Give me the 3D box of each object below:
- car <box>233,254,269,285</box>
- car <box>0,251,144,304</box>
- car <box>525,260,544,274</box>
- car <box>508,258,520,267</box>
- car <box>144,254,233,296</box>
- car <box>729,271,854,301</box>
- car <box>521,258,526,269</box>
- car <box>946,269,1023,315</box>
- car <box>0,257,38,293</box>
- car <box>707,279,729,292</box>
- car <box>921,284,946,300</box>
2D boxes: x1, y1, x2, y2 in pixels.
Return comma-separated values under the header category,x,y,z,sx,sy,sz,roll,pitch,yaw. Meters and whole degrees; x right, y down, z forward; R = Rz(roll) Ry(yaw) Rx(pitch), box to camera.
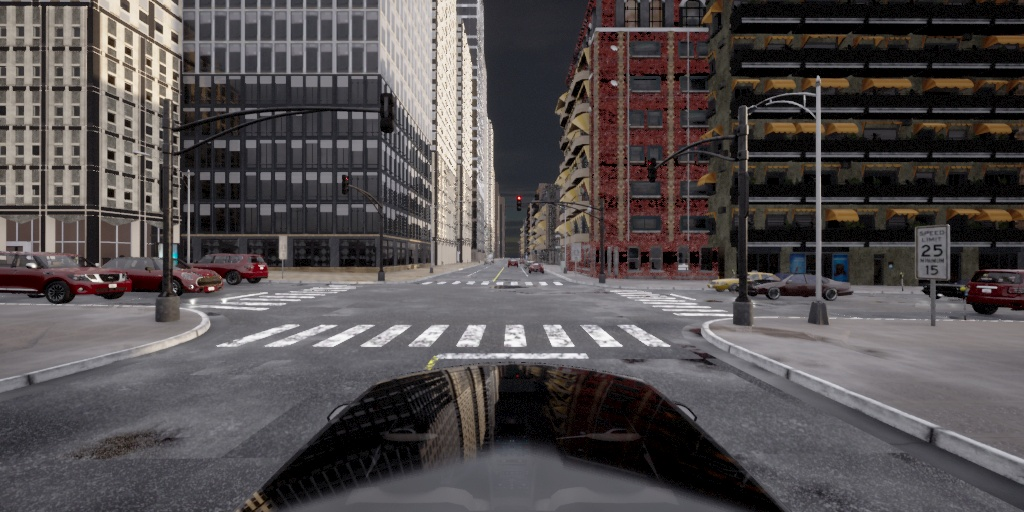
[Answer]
category,x,y,z,sx,sy,sz,roll,pitch,yaw
car,-17.681,0.776,21.848,5.009,1.841,2.192,0,0,0
car,-17.558,0.757,13.469,5.009,1.841,2.192,0,0,0
car,2.799,1.341,41.798,1.802,1.307,4.207,0,0,0
car,0.191,1.252,65.093,1.882,1.535,5.008,0,0,0
car,-15.722,0.835,16.073,4.553,1.767,2.097,1,0,0
car,15.259,1.610,19.496,5.357,1.411,2.033,1,0,0
car,2.767,1.317,54.715,2.007,1.370,4.403,0,0,0
car,20.616,1.461,13.778,5.009,1.841,2.192,0,0,0
car,-24.941,0.789,16.009,5.008,1.535,1.882,1,0,-1
car,14.660,1.587,22.083,4.829,1.417,1.751,0,0,0
car,25.563,1.851,19.571,4.718,1.301,1.895,1,0,0
